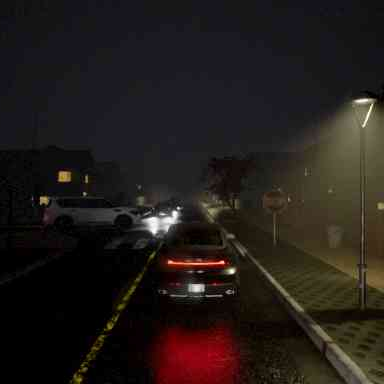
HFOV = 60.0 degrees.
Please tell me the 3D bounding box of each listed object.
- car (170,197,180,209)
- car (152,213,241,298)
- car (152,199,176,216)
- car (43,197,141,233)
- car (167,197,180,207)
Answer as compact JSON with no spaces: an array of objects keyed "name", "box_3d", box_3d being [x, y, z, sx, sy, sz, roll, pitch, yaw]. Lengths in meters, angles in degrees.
[{"name":"car","box_3d":[-2.927,1.722,43.925,1.895,1.301,4.718,0,0,0]},{"name":"car","box_3d":[0.083,1.517,8.524,1.837,1.490,4.892,0,0,0]},{"name":"car","box_3d":[-2.913,1.682,33.795,1.895,1.301,4.718,0,0,0]},{"name":"car","box_3d":[-5.908,1.298,19.957,5.566,2.045,2.150,0,-2,-13]},{"name":"car","box_3d":[-2.943,1.656,54.925,1.882,1.535,5.008,0,0,0]}]
